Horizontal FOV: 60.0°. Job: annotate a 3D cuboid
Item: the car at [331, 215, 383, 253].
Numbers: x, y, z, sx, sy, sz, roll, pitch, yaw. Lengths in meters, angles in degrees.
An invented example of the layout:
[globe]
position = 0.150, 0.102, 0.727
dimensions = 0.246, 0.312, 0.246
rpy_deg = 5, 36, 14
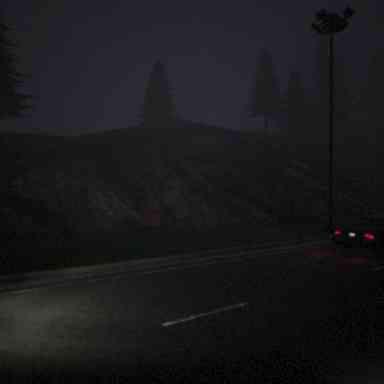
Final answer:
[car]
position = 8.010, 1.668, 13.917
dimensions = 5.357, 1.411, 2.033
rpy_deg = 1, 0, -36
